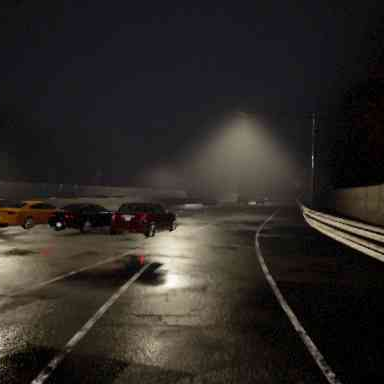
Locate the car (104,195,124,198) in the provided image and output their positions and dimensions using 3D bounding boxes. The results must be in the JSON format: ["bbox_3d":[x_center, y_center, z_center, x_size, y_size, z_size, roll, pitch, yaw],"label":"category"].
[{"bbox_3d":[-14.106,1.361,63.208,1.812,1.442,4.674,1,0,17],"label":"car"}]

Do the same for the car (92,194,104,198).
[{"bbox_3d":[-17.572,1.248,63.831,1.837,1.490,4.892,1,0,17],"label":"car"}]

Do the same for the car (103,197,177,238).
[{"bbox_3d":[-2.390,1.296,17.523,2.097,1.767,4.553,1,0,17],"label":"car"}]

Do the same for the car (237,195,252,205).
[{"bbox_3d":[11.580,1.768,75.437,2.150,2.045,5.566,1,0,17],"label":"car"}]

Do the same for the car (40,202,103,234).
[{"bbox_3d":[-5.772,1.369,18.457,1.837,1.490,4.892,1,0,17],"label":"car"}]

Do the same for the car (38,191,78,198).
[{"bbox_3d":[-18.811,0.872,47.846,2.150,2.045,5.566,1,0,18],"label":"car"}]

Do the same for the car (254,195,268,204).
[{"bbox_3d":[16.674,2.193,80.170,1.837,1.490,4.892,1,0,17],"label":"car"}]

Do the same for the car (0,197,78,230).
[{"bbox_3d":[-9.149,1.258,19.380,1.882,1.535,5.008,1,0,17],"label":"car"}]

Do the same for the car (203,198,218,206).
[{"bbox_3d":[3.430,1.837,60.718,1.994,1.385,4.181,1,0,17],"label":"car"}]
